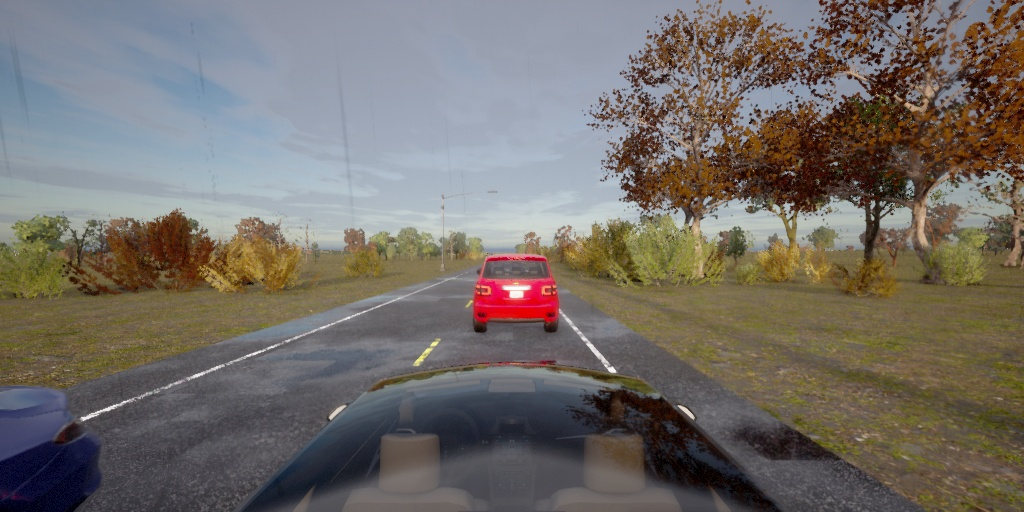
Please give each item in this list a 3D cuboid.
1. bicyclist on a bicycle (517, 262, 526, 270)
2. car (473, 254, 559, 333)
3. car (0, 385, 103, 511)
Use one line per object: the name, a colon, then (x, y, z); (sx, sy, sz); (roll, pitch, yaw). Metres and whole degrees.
bicyclist on a bicycle: (0.873, 1.107, 30.074); (0.659, 1.776, 1.843); (0, 0, 0)
car: (0.083, 0.967, 10.895); (2.150, 2.045, 5.566); (0, 0, -1)
car: (-3.602, 1.276, 0.403); (1.812, 1.442, 4.674); (0, 0, 0)
